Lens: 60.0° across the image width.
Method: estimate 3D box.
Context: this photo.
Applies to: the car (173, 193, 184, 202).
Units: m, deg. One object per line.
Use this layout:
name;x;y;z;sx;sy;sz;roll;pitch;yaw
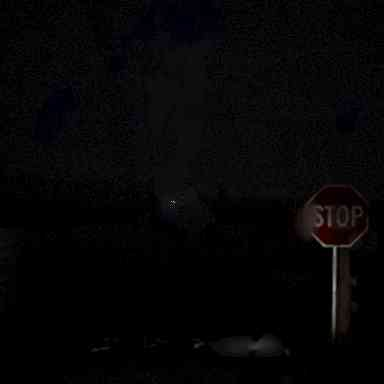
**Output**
car;-2.682;1.013;65.600;2.097;1.767;4.553;0;0;0
